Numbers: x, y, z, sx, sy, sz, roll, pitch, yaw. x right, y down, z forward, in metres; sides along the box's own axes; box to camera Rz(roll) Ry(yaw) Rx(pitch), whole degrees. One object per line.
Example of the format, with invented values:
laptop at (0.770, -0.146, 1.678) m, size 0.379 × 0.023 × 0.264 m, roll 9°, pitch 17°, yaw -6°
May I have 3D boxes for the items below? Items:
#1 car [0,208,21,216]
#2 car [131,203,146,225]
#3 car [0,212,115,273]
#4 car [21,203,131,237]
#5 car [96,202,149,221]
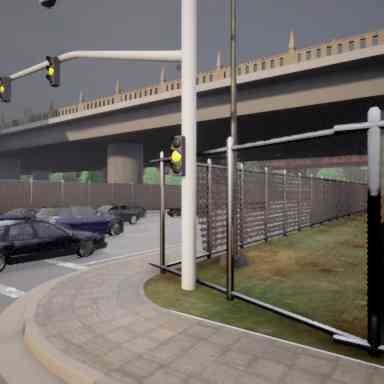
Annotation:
car at (-10.991, 1.655, 21.344) m, size 1.895 × 1.301 × 4.718 m, roll 0°, pitch 0°, yaw 37°
car at (-5.630, 1.559, 22.794) m, size 1.837 × 1.490 × 4.892 m, roll 0°, pitch 0°, yaw 35°
car at (-5.341, 1.588, 10.728) m, size 2.033 × 1.411 × 5.357 m, roll 0°, pitch -1°, yaw 35°
car at (-5.558, 1.407, 16.485) m, size 2.097 × 1.767 × 4.553 m, roll 0°, pitch 0°, yaw 35°
car at (-5.867, 1.618, 28.517) m, size 1.994 × 1.385 × 4.181 m, roll 0°, pitch 0°, yaw 36°
